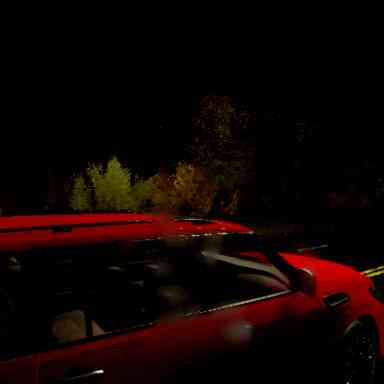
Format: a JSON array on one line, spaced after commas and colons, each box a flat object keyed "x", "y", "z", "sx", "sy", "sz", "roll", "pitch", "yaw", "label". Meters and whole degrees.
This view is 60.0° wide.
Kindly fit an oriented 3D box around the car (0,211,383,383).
[{"x": -0.357, "y": 1.212, "z": 3.181, "sx": 5.566, "sy": 2.045, "sz": 2.150, "roll": -1, "pitch": 0, "yaw": -35, "label": "car"}]
